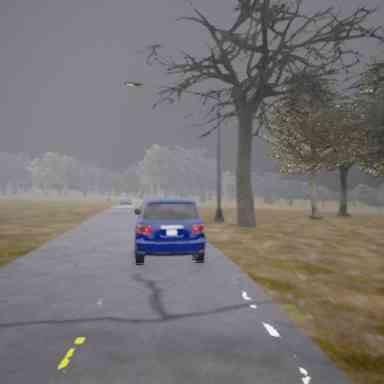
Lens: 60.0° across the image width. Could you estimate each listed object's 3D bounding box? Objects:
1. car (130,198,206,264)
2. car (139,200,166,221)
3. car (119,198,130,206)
[{"bbox_3d":[-0.881,1.204,11.922,2.150,2.045,5.566,0,0,-7],"label":"car"},{"bbox_3d":[-3.407,1.471,27.958,2.128,1.511,4.902,0,0,-9],"label":"car"},{"bbox_3d":[-11.300,1.700,56.662,1.994,1.385,4.181,0,0,-9],"label":"car"}]
